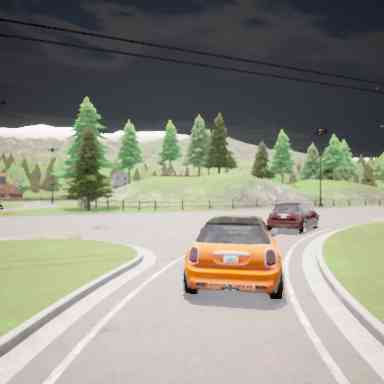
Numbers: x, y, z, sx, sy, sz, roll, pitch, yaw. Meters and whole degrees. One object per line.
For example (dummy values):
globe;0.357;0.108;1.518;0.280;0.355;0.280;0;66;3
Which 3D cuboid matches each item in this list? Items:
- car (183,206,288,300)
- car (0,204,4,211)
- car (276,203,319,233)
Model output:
car;1.217;1.390;8.808;2.097;1.767;4.553;0;0;12
car;-25.198;1.677;40.484;1.837;1.490;4.892;1;0;14
car;6.358;1.439;20.554;2.097;1.767;4.553;0;0;33
